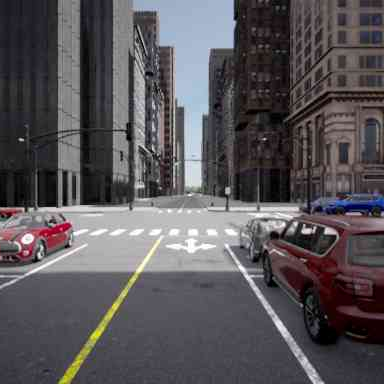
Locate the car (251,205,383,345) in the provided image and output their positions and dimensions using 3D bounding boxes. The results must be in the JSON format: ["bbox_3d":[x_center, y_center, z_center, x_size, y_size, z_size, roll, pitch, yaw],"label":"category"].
[{"bbox_3d":[2.744,1.326,6.354,2.192,1.841,5.009,0,0,0],"label":"car"}]

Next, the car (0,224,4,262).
[{"bbox_3d":[-5.779,1.537,6.162,1.752,1.417,4.829,0,0,0],"label":"car"}]

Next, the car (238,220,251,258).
[{"bbox_3d":[2.732,1.572,11.955,2.008,1.369,4.403,0,0,0],"label":"car"}]

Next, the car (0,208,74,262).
[{"bbox_3d":[-5.793,1.462,11.934,1.967,1.590,4.097,0,0,0],"label":"car"}]

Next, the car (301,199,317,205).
[{"bbox_3d":[13.318,1.352,34.062,4.553,1.767,2.097,0,0,0],"label":"car"}]

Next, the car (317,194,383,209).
[{"bbox_3d":[14.990,1.224,30.825,5.566,2.045,2.150,0,0,-2],"label":"car"}]
